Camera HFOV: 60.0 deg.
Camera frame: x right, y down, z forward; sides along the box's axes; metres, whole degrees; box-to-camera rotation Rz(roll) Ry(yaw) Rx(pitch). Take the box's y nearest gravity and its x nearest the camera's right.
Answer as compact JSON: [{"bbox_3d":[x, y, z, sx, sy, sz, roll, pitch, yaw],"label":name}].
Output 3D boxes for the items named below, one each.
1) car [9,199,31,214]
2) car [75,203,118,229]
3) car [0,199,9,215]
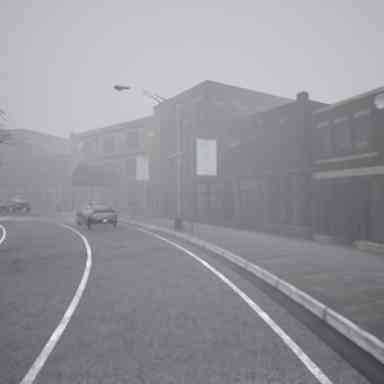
[{"bbox_3d":[-19.125,1.506,35.542,4.892,1.490,1.837,0,-1,36],"label":"car"},{"bbox_3d":[-6.304,1.492,21.719,2.128,1.511,4.902,0,0,-30],"label":"car"},{"bbox_3d":[-19.814,1.465,31.537,4.902,1.511,2.128,0,0,37],"label":"car"}]
